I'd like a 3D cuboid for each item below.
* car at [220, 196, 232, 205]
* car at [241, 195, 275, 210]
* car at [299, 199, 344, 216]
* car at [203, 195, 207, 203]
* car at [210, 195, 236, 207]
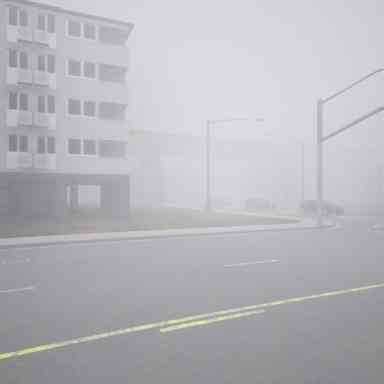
[{"bbox_3d":[6.230,1.547,61.932,2.033,1.411,5.357,0,0,3],"label":"car"},{"bbox_3d":[8.626,1.491,42.631,2.128,1.511,4.902,0,0,-25],"label":"car"},{"bbox_3d":[12.926,1.505,33.439,1.837,1.490,4.892,0,0,-25],"label":"car"},{"bbox_3d":[3.608,1.306,67.468,1.837,1.490,4.892,0,0,15],"label":"car"},{"bbox_3d":[4.495,1.504,52.091,1.837,1.490,4.892,0,0,-20],"label":"car"}]
